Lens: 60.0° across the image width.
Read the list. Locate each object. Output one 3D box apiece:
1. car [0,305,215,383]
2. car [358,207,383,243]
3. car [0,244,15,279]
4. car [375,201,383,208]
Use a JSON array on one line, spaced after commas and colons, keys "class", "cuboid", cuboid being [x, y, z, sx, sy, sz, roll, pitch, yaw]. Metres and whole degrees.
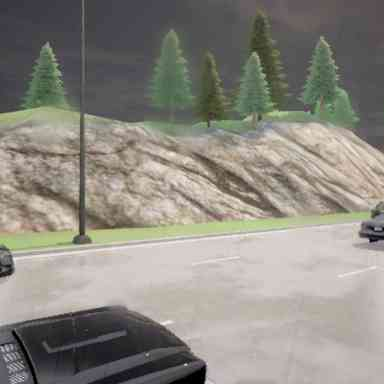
[{"class": "car", "cuboid": [-2.124, 1.601, 2.220, 4.718, 1.301, 1.895, 0, 0, -36]}, {"class": "car", "cuboid": [9.620, 1.547, 14.936, 5.357, 1.411, 2.033, 0, 0, -35]}, {"class": "car", "cuboid": [-6.486, 1.563, 7.723, 4.181, 1.385, 1.994, 0, 0, -36]}, {"class": "car", "cuboid": [14.013, 1.354, 22.387, 4.553, 1.767, 2.097, 0, 0, -36]}]
